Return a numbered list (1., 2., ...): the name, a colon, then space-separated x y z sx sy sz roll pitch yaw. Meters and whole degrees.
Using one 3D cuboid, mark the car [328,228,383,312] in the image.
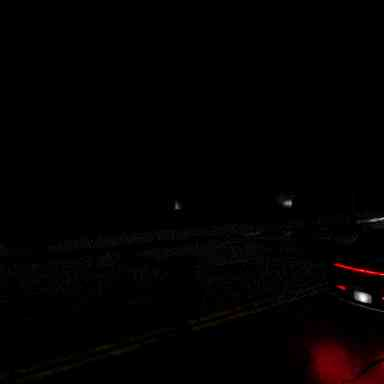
1. car: 4.811 1.482 6.931 4.892 1.490 1.837 -1 0 -35
